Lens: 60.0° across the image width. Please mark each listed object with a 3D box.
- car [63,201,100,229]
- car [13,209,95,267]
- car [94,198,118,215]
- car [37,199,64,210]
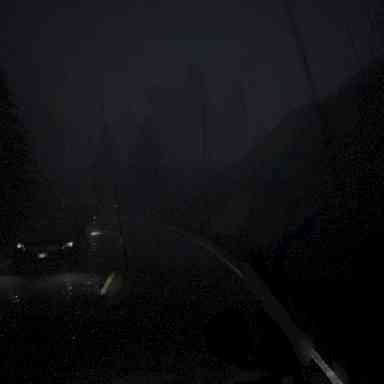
[{"bbox_3d":[-7.380,1.554,21.905,1.837,1.490,4.892,0,0,-21],"label":"car"},{"bbox_3d":[-4.719,1.553,11.824,1.812,1.442,4.674,0,0,-11],"label":"car"},{"bbox_3d":[-9.178,1.428,33.837,2.097,1.767,4.553,0,0,-32],"label":"car"},{"bbox_3d":[-17.347,1.642,42.101,5.357,1.411,2.033,0,0,32],"label":"car"}]
